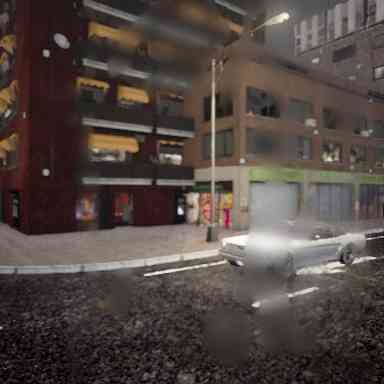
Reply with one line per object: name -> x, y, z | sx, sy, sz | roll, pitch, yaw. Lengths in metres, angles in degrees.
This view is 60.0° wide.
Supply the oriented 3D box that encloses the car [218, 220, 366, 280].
car -> 3.075, 1.539, 9.894 | 4.718, 1.301, 1.895 | 0, 0, -35
